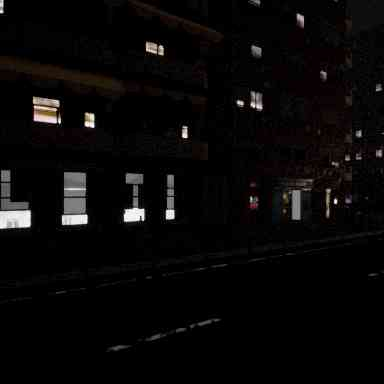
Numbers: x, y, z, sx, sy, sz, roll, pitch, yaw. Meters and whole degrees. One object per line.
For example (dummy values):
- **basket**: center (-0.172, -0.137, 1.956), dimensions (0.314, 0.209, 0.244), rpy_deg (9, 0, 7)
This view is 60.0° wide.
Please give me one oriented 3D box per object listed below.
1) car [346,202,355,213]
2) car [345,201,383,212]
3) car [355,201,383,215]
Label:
- **car**: center (15.492, 1.595, 38.334), dimensions (2.192, 1.841, 5.009), rpy_deg (-1, 0, -36)
- **car**: center (22.481, 1.856, 43.432), dimensions (1.802, 1.307, 4.206), rpy_deg (-1, 0, -36)
- **car**: center (19.717, 1.727, 37.240), dimensions (2.128, 1.511, 4.902), rpy_deg (0, -1, -35)
